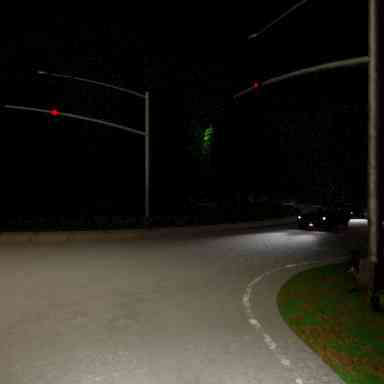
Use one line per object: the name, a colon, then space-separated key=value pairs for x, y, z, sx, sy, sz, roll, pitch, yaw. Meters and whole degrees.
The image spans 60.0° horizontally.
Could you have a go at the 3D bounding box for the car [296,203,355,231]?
car: x=8.311 y=1.574 z=20.792 sx=1.895 sy=1.301 sz=4.718 roll=0 pitch=0 yaw=42

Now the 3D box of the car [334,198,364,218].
car: x=13.811 y=1.537 z=29.127 sx=1.994 sy=1.385 sz=4.181 roll=0 pitch=0 yaw=22

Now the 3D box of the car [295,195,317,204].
car: x=19.488 y=1.325 z=56.404 sx=2.097 sy=1.767 sz=4.553 roll=0 pitch=0 yaw=-16

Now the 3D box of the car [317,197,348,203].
car: x=16.522 y=1.478 z=39.048 sx=1.837 sy=1.490 sz=4.892 roll=0 pitch=0 yaw=8
